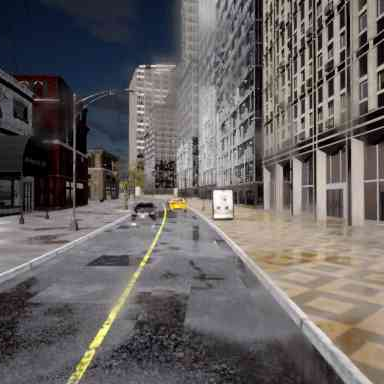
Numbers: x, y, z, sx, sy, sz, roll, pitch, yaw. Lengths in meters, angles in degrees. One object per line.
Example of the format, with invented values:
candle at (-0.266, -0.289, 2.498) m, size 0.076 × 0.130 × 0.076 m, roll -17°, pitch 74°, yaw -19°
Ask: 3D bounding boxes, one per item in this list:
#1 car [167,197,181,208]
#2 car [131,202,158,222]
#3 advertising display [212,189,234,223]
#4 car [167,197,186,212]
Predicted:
car at (-2.705, 1.508, 49.566) m, size 1.812 × 1.442 × 4.674 m, roll 0°, pitch 0°, yaw -6°
car at (-3.734, 1.520, 26.581) m, size 1.812 × 1.442 × 4.674 m, roll 0°, pitch 0°, yaw -4°
advertising display at (2.270, 1.026, 24.410) m, size 1.540 × 2.440 × 0.280 m, roll -1°, pitch -1°, yaw -3°
car at (-1.736, 1.467, 39.444) m, size 1.882 × 1.535 × 5.008 m, roll 0°, pitch 0°, yaw -5°
